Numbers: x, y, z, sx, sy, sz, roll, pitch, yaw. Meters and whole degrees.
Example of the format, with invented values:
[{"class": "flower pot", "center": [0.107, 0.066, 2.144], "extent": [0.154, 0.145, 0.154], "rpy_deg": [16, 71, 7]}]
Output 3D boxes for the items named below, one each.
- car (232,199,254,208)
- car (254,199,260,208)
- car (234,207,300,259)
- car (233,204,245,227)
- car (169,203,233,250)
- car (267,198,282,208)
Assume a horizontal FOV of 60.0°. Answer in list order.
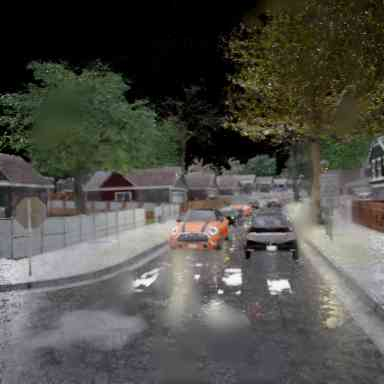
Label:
[{"class": "car", "center": [4.884, 1.575, 34.134], "extent": [2.097, 1.767, 4.553], "rpy_deg": [-2, -1, 15]}, {"class": "car", "center": [8.573, 1.758, 47.406], "extent": [2.033, 1.411, 5.357], "rpy_deg": [-2, 0, 17]}, {"class": "car", "center": [3.012, 1.578, 12.950], "extent": [2.128, 1.511, 4.902], "rpy_deg": [-2, -1, 12]}, {"class": "car", "center": [2.518, 1.816, 24.503], "extent": [1.895, 1.301, 4.718], "rpy_deg": [-2, -1, 13]}, {"class": "car", "center": [0.456, 1.544, 15.199], "extent": [2.097, 1.767, 4.553], "rpy_deg": [-2, -1, 12]}, {"class": "car", "center": [12.114, 1.628, 49.129], "extent": [1.812, 1.442, 4.674], "rpy_deg": [-2, 0, 17]}]
